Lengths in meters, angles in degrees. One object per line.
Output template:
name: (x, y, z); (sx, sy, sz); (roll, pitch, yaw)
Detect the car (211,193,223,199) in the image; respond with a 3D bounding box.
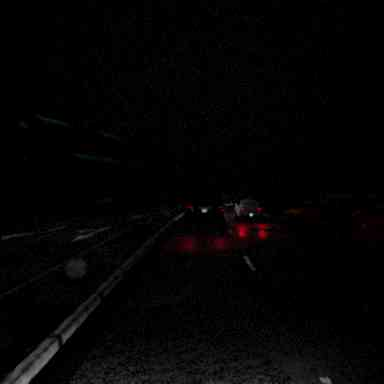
car: (7.029, 1.164, 94.210); (2.185, 1.767, 4.553); (0, -1, 20)

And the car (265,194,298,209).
car: (9.275, 1.196, 29.327); (4.792, 1.488, 2.163); (0, 1, 6)

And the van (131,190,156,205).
van: (-6.149, 0.787, 40.176); (1.878, 1.987, 4.442); (0, 1, 9)

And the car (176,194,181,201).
car: (-3.336, 0.923, 56.690); (2.002, 1.452, 4.674); (0, 0, 12)

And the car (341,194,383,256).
car: (8.073, 1.157, 10.392); (5.566, 2.045, 2.435); (0, 1, 2)

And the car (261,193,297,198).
car: (9.523, 1.125, 32.047); (4.892, 1.521, 2.231); (0, 1, 7)

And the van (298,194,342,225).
van: (8.506, 1.092, 18.434); (4.442, 1.987, 1.878); (0, 1, 3)

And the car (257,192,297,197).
car: (10.168, 1.062, 37.598); (4.792, 1.488, 2.163); (0, 1, 8)

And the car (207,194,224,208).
car: (2.989, 1.017, 41.167); (1.837, 1.490, 4.892); (0, 1, 8)

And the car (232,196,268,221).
car: (4.177, 1.278, 24.715); (1.812, 1.442, 4.674); (0, 1, 4)

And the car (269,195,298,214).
car: (8.961, 1.237, 26.616); (4.792, 1.488, 2.163); (0, 1, 5)

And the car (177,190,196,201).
car: (-0.973, 0.657, 67.482); (2.435, 2.045, 5.566); (0, -1, 14)

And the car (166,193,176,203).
car: (-4.367, 0.943, 51.245); (2.002, 1.452, 4.674); (0, 0, 10)

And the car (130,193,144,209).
car: (-6.851, 1.121, 34.765); (2.163, 1.488, 4.792); (0, 1, 7)

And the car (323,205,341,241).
car: (8.102, 1.409, 13.122); (4.792, 1.488, 2.163); (0, 1, 3)

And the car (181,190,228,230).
car: (0.809, 1.034, 19.846); (2.150, 2.045, 5.566); (0, 1, 3)

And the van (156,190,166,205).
van: (-5.339, 0.721, 45.655); (1.878, 1.987, 4.442); (0, 0, 10)

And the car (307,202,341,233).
car: (8.242, 1.390, 15.734); (4.674, 1.452, 2.002); (0, 1, 3)

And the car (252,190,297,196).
car: (10.944, 0.708, 43.005); (5.566, 2.045, 2.435); (0, 1, 9)

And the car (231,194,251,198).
car: (6.153, 1.001, 42.059); (1.837, 1.490, 4.892); (0, 1, 8)

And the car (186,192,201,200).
car: (0.417, 0.830, 72.916); (2.185, 1.767, 4.553); (0, -1, 15)

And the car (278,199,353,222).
car: (8.765, 1.286, 23.892); (4.674, 1.452, 2.002); (0, 1, 5)

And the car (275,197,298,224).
car: (8.377, 1.279, 21.184); (5.366, 1.575, 1.946); (0, 1, 4)

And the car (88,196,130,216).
car: (-7.435, 1.169, 29.304); (2.097, 1.535, 5.008); (0, 1, 6)
